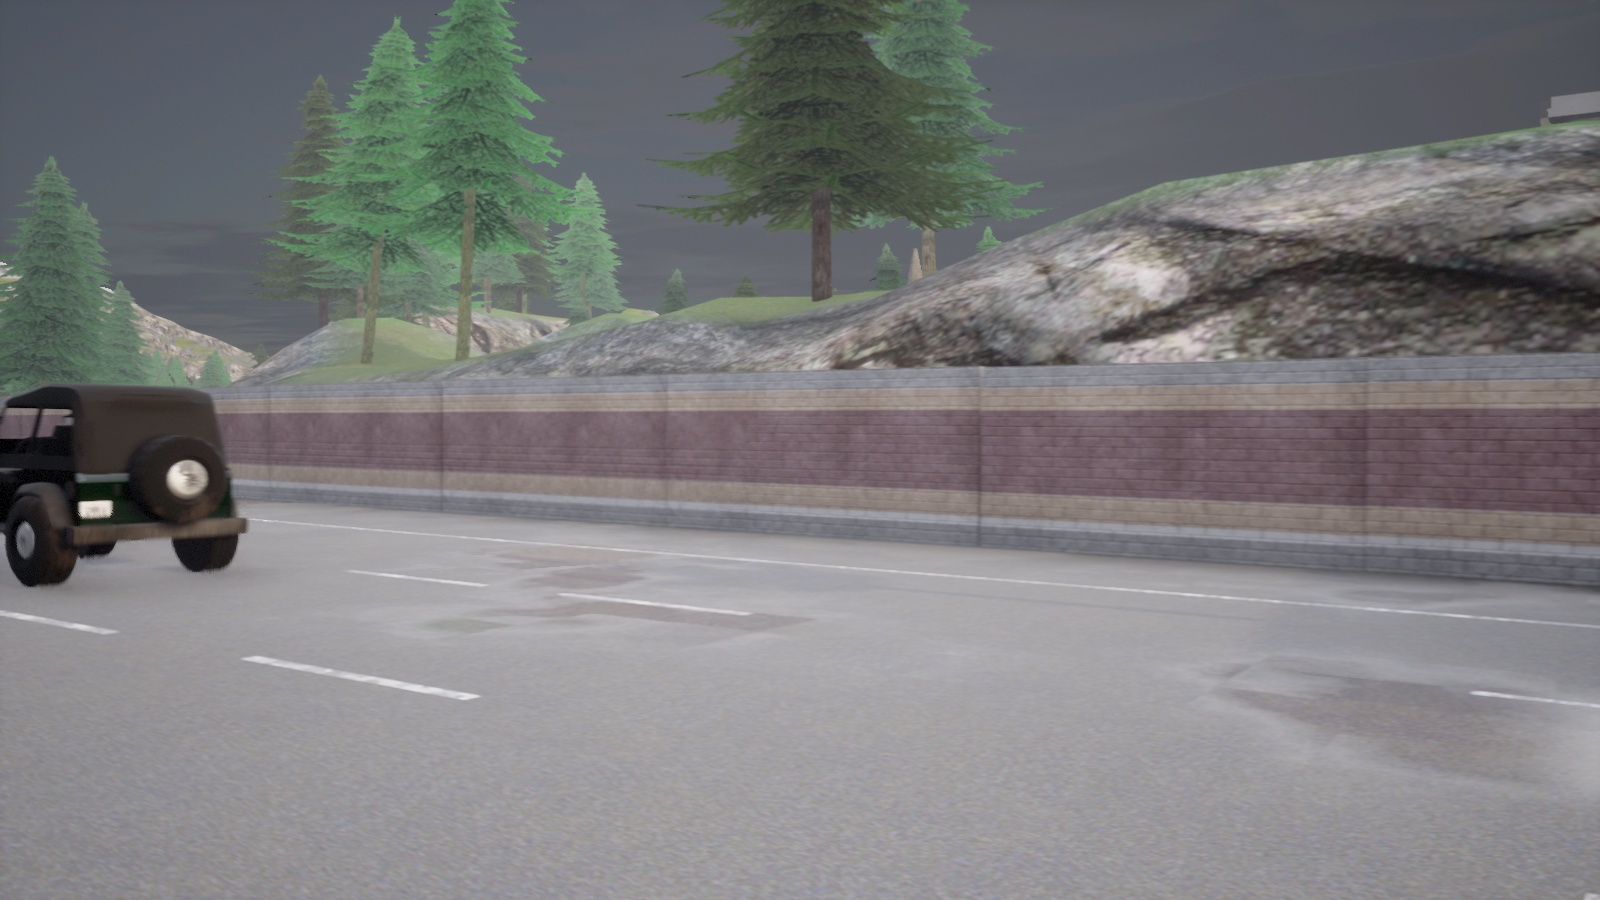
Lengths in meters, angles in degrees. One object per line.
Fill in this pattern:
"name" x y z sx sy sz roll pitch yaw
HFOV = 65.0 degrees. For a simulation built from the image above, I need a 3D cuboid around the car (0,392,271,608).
"car" -7.400 0.420 12.784 3.866 1.878 1.905 0 1 35
